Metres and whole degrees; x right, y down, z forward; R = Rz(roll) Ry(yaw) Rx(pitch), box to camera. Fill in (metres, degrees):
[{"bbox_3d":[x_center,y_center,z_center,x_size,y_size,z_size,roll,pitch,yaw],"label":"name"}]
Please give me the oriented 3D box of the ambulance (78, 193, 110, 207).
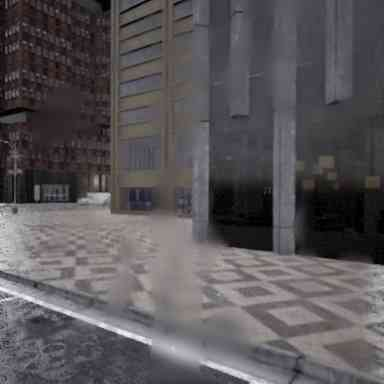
[{"bbox_3d":[-17.672,1.362,60.618,2.351,2.431,6.366,0,-1,35],"label":"ambulance"}]
